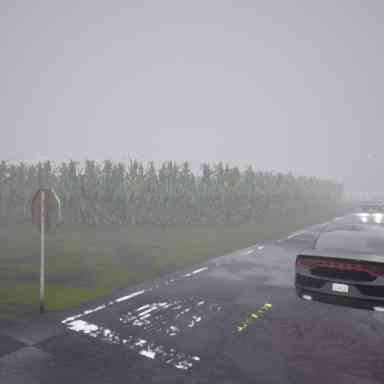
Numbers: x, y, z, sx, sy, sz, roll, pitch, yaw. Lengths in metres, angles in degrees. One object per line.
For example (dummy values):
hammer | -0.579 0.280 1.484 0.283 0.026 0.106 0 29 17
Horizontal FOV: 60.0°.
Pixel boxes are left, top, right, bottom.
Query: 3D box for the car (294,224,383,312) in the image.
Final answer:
car | 3.892 1.481 7.736 1.882 1.535 5.008 0 0 33

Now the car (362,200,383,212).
car | 21.002 1.623 38.589 1.895 1.301 4.718 0 0 33
